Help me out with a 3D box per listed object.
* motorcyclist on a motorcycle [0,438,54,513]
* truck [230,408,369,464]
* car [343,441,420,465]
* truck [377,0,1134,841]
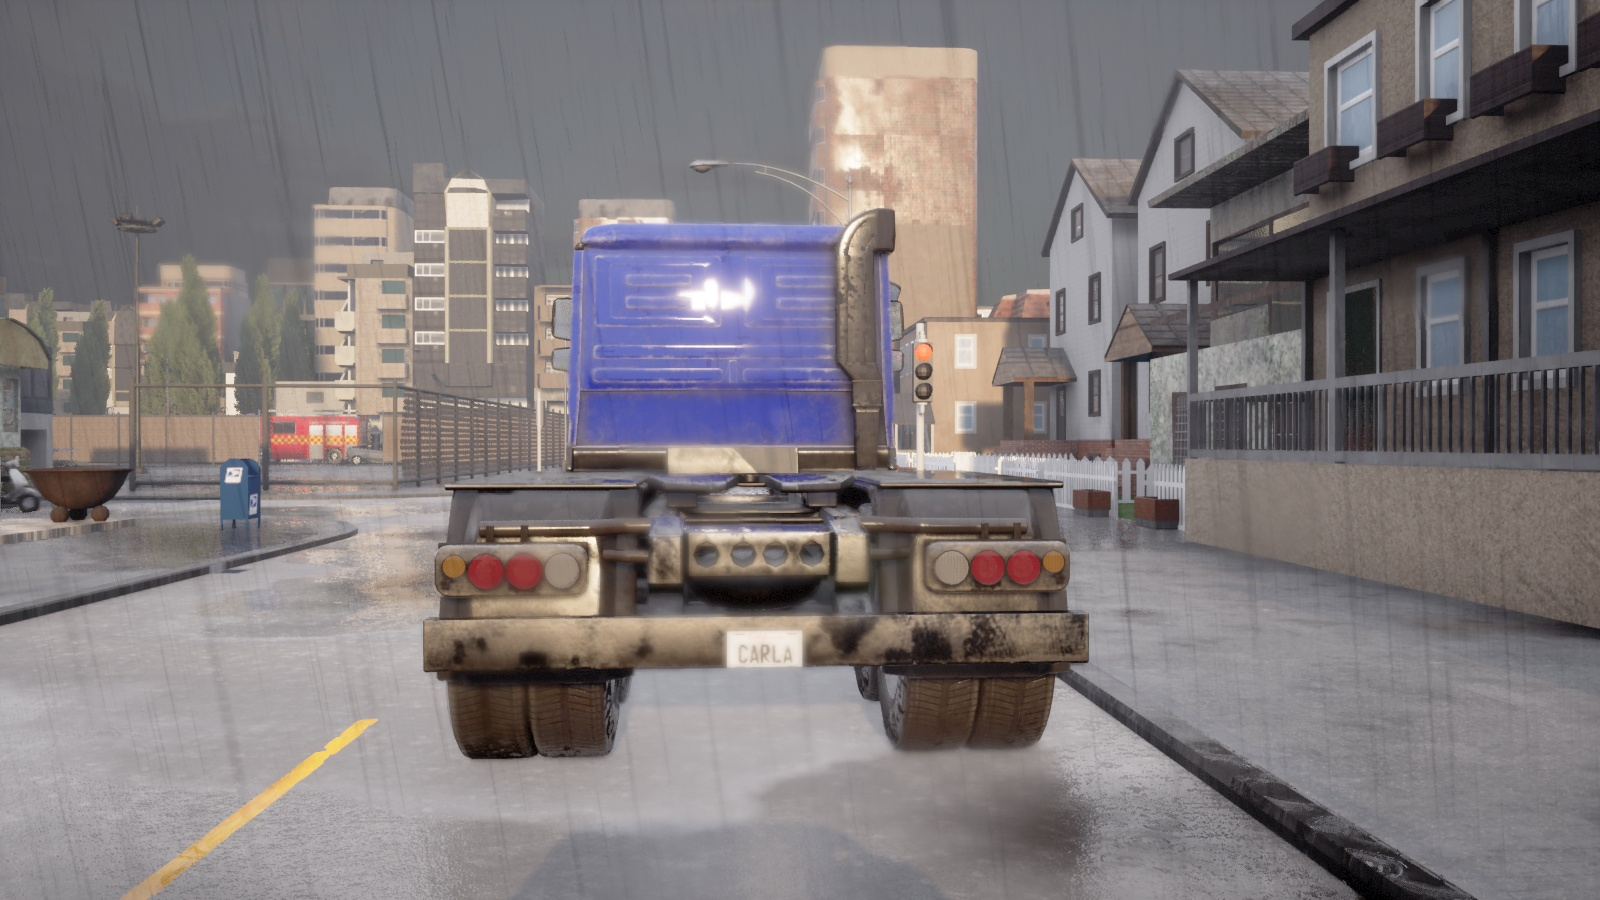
[{"bbox_3d":[-17.126,0.535,26.848,1.817,1.590,0.866,0,0,-3],"label":"motorcyclist on a motorcycle"},{"bbox_3d":[-34.798,-0.940,87.533,8.468,3.827,2.891,0,0,-3],"label":"truck"},{"bbox_3d":[-27.921,0.197,83.916,4.514,1.525,2.007,0,0,-3],"label":"car"},{"bbox_3d":[-0.432,-0.285,8.765,2.891,3.462,7.936,0,0,-4],"label":"truck"}]
